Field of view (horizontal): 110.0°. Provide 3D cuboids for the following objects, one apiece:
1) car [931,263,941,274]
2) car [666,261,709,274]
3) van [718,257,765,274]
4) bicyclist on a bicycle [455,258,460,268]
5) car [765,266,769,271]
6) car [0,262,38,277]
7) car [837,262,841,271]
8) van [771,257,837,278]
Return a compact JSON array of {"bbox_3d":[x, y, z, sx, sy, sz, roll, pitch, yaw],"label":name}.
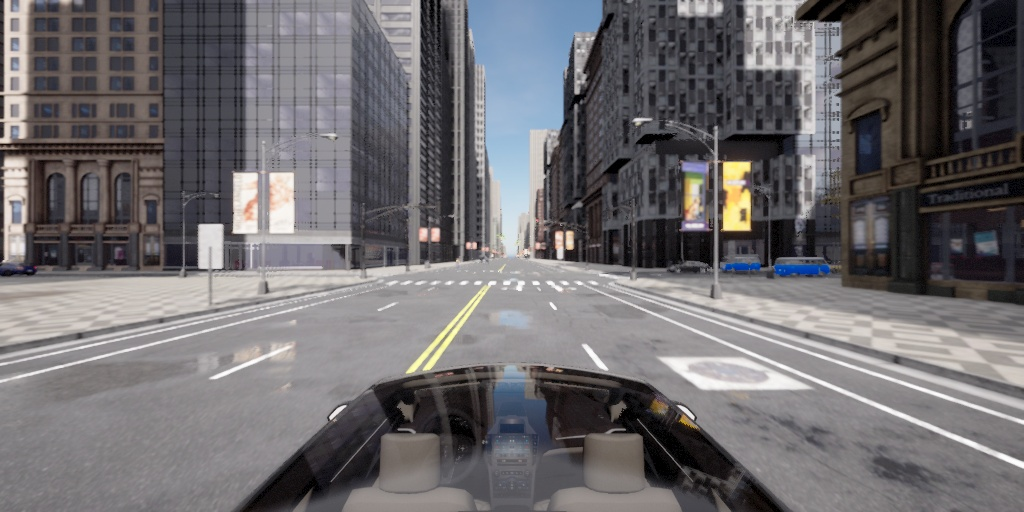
[{"bbox_3d":[35.948,1.230,30.530,4.207,1.307,1.802,0,0,0],"label":"car"},{"bbox_3d":[19.127,1.236,39.126,4.403,1.370,2.007,0,0,0],"label":"car"},{"bbox_3d":[24.745,1.014,39.102,3.998,1.789,1.690,0,0,0],"label":"van"},{"bbox_3d":[-8.716,1.161,57.160,0.866,1.612,1.509,0,0,0],"label":"bicyclist on a bicycle"},{"bbox_3d":[30.193,1.188,39.079,4.829,1.417,1.751,0,0,0],"label":"car"},{"bbox_3d":[-51.671,1.377,36.765,4.674,1.442,1.812,0,0,1],"label":"car"},{"bbox_3d":[35.811,1.177,39.055,4.829,1.417,1.751,0,0,0],"label":"car"},{"bbox_3d":[24.711,1.010,30.577,3.998,1.789,1.690,0,0,0],"label":"van"}]
